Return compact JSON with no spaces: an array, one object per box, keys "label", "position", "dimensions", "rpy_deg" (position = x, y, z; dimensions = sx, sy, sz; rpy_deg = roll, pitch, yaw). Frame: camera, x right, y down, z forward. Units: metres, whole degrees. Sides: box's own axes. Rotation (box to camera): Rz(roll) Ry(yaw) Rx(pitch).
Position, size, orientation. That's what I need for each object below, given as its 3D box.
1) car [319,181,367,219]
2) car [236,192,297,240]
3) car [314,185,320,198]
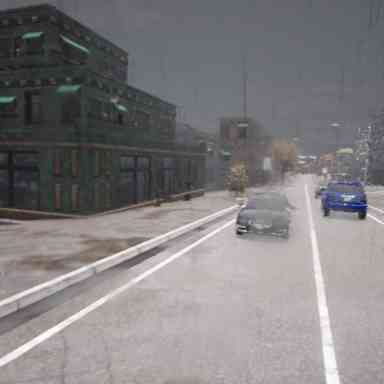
[{"label":"car","position":[9.203,0.367,20.334],"dimensions":[2.150,2.045,5.566],"rpy_deg":[4,4,19]},{"label":"car","position":[3.037,0.807,13.258],"dimensions":[1.837,1.490,4.892],"rpy_deg":[4,4,19]},{"label":"car","position":[14.549,-0.049,36.465],"dimensions":[1.812,1.442,4.674],"rpy_deg":[4,4,20]}]
